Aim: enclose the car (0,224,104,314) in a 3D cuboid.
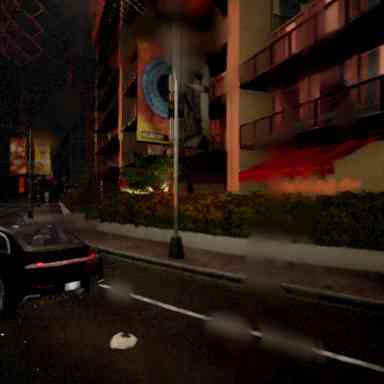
[{"bbox_3d":[-3.974,1.505,7.764,4.902,1.511,2.128,0,0,43],"label":"car"}]
